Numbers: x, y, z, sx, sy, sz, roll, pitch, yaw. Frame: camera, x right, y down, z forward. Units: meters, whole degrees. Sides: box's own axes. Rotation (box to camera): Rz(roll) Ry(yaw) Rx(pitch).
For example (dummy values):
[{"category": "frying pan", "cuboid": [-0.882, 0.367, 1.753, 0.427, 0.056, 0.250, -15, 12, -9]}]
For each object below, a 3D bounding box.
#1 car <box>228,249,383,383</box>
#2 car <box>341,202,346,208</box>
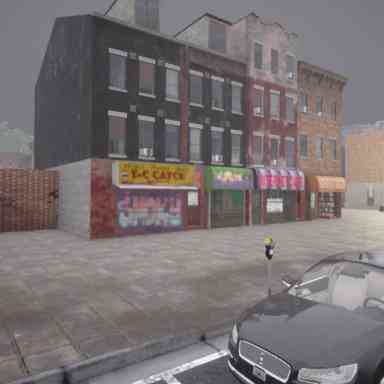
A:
[{"category": "car", "cuboid": [2.444, 1.553, 4.541, 4.403, 1.369, 2.008, 0, 0, -35]}, {"category": "car", "cuboid": [16.807, 1.475, 42.168, 1.895, 1.301, 4.718, 0, 0, -36]}]
